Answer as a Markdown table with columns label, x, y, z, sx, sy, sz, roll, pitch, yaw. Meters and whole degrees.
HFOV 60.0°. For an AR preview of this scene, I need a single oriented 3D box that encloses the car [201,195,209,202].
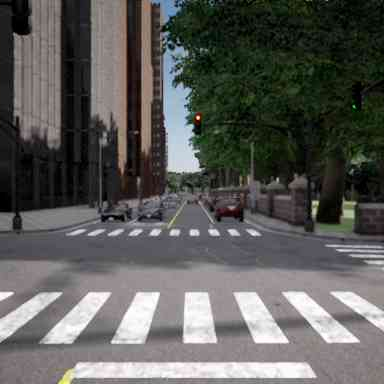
| label | x | y | z | sx | sy | sz | roll | pitch | yaw |
| --- | --- | --- | --- | --- | --- | --- | --- | --- | --- |
| car | 2.854 | 1.404 | 75.053 | 1.752 | 1.417 | 4.829 | 0 | 0 | 0 |

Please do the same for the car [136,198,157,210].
| label | x | y | z | sx | sy | sz | roll | pitch | yaw |
| --- | --- | --- | --- | --- | --- | --- | --- | --- | --- |
| car | -5.711 | 1.472 | 42.147 | 2.008 | 1.369 | 4.403 | 0 | 0 | 0 |

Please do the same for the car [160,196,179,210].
| label | x | y | z | sx | sy | sz | roll | pitch | yaw |
| --- | --- | --- | --- | --- | --- | --- | --- | --- | --- |
| car | -3.043 | 1.522 | 42.421 | 1.895 | 1.301 | 4.718 | 0 | 0 | 0 |

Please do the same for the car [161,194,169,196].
| label | x | y | z | sx | sy | sz | roll | pitch | yaw |
| --- | --- | --- | --- | --- | --- | --- | --- | --- | --- |
| car | -5.685 | 1.473 | 63.976 | 1.802 | 1.307 | 4.206 | 0 | 0 | 0 |

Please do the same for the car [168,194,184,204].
| label | x | y | z | sx | sy | sz | roll | pitch | yaw |
| --- | --- | --- | --- | --- | --- | --- | --- | --- | --- |
| car | -2.926 | 1.507 | 60.490 | 1.994 | 1.385 | 4.181 | 0 | 0 | 0 |

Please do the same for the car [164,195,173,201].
| label | x | y | z | sx | sy | sz | roll | pitch | yaw |
| --- | --- | --- | --- | --- | --- | --- | --- | --- | --- |
| car | -5.665 | 1.417 | 80.346 | 1.887 | 1.381 | 4.507 | 0 | 0 | 0 |

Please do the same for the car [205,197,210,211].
| label | x | y | z | sx | sy | sz | roll | pitch | yaw |
| --- | --- | --- | --- | --- | --- | --- | --- | --- | --- |
| car | 2.808 | 1.496 | 36.688 | 1.947 | 1.339 | 4.313 | 0 | 0 | 0 |

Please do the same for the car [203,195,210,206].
| label | x | y | z | sx | sy | sz | roll | pitch | yaw |
| --- | --- | --- | --- | --- | --- | --- | --- | --- | --- |
| car | 2.815 | 1.473 | 42.144 | 2.008 | 1.369 | 4.403 | 0 | 0 | 0 |

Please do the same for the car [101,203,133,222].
| label | x | y | z | sx | sy | sz | roll | pitch | yaw |
| --- | --- | --- | --- | --- | --- | --- | --- | --- | --- |
| car | -5.730 | 1.511 | 25.776 | 1.947 | 1.339 | 4.313 | 0 | 0 | 0 |

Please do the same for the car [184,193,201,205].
| label | x | y | z | sx | sy | sz | roll | pitch | yaw |
| --- | --- | --- | --- | --- | --- | --- | --- | --- | --- |
| car | 0.124 | 1.394 | 56.333 | 2.128 | 1.511 | 4.902 | 0 | 0 | 1 |

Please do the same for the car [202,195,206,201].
| label | x | y | z | sx | sy | sz | roll | pitch | yaw |
| --- | --- | --- | --- | --- | --- | --- | --- | --- | --- |
| car | 2.821 | 1.465 | 47.601 | 2.008 | 1.369 | 4.403 | 0 | 0 | 0 |

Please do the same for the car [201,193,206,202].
| label | x | y | z | sx | sy | sz | roll | pitch | yaw |
| --- | --- | --- | --- | --- | --- | --- | --- | --- | --- |
| car | 2.828 | 1.347 | 53.057 | 1.967 | 1.590 | 4.097 | 0 | 0 | 0 |

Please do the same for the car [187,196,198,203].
| label | x | y | z | sx | sy | sz | roll | pitch | yaw |
| --- | --- | --- | --- | --- | --- | --- | --- | --- | --- |
| car | 0.081 | 1.453 | 66.313 | 1.994 | 1.385 | 4.181 | 0 | 0 | 0 |

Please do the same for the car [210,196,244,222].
| label | x | y | z | sx | sy | sz | roll | pitch | yaw |
| --- | --- | --- | --- | --- | --- | --- | --- | --- | --- |
| car | 2.795 | 1.261 | 25.775 | 2.192 | 1.841 | 5.009 | 0 | 0 | 0 |

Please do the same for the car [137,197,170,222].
| label | x | y | z | sx | sy | sz | roll | pitch | yaw |
| --- | --- | --- | --- | --- | --- | --- | --- | --- | --- |
| car | -3.073 | 1.448 | 26.210 | 1.837 | 1.490 | 4.892 | 0 | 1 | 1 |

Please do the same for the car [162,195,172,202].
| label | x | y | z | sx | sy | sz | roll | pitch | yaw |
| --- | --- | --- | --- | --- | --- | --- | --- | --- | --- |
| car | -5.672 | 1.423 | 74.889 | 1.887 | 1.381 | 4.507 | 0 | 0 | 0 |
